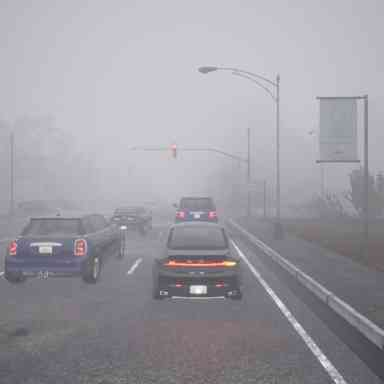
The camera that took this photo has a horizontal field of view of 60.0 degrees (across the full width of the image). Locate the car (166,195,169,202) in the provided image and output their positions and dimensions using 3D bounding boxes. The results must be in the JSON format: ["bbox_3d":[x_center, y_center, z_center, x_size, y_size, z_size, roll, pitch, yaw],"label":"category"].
[{"bbox_3d":[-6.835,1.478,75.698,1.882,1.535,5.008,0,0,0],"label":"car"}]

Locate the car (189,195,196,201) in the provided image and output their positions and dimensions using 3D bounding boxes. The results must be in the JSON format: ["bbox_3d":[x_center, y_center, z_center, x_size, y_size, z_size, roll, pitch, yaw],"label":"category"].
[{"bbox_3d":[0.187,1.471,85.950,1.882,1.535,5.008,0,0,0],"label":"car"}]

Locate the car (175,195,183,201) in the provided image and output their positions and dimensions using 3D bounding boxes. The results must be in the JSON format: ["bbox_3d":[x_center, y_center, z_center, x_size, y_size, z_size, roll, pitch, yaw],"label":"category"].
[{"bbox_3d":[-3.312,1.471,85.958,1.882,1.535,5.008,0,0,0],"label":"car"}]

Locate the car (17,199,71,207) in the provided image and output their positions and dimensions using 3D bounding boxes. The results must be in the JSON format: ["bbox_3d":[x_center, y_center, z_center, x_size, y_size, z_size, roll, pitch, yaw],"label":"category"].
[{"bbox_3d":[-14.496,1.492,31.890,4.902,1.511,2.128,0,0,22],"label":"car"}]

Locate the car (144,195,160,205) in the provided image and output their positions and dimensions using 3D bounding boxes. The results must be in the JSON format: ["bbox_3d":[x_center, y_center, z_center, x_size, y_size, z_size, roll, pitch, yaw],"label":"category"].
[{"bbox_3d":[-6.964,1.526,55.740,1.812,1.442,4.674,0,0,0],"label":"car"}]

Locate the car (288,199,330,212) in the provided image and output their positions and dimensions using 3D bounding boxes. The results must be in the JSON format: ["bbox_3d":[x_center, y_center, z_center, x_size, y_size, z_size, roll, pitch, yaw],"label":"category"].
[{"bbox_3d":[14.136,1.505,38.667,4.892,1.490,1.837,0,0,3],"label":"car"}]

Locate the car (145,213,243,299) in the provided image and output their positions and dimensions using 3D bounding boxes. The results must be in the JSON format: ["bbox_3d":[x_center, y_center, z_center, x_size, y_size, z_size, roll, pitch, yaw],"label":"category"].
[{"bbox_3d":[0.118,1.505,8.400,1.837,1.490,4.892,0,0,0],"label":"car"}]

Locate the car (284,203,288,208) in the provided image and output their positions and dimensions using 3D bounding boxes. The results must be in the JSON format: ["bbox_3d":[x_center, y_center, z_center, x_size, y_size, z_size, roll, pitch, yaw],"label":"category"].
[{"bbox_3d":[14.545,1.547,42.150,5.357,1.411,2.033,0,0,3],"label":"car"}]

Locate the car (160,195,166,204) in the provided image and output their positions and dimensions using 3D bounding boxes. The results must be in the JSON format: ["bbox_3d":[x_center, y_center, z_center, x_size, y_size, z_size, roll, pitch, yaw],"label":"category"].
[{"bbox_3d":[-6.894,1.547,65.467,2.033,1.411,5.357,0,0,1],"label":"car"}]

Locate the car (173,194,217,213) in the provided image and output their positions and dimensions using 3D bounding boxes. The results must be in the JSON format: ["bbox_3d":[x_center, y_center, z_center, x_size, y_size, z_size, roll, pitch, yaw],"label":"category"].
[{"bbox_3d":[0.163,1.221,18.248,2.150,2.045,5.566,0,0,-2],"label":"car"}]

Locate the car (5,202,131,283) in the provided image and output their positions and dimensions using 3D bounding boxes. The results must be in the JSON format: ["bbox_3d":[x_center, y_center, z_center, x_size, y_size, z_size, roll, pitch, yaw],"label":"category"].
[{"bbox_3d":[-3.379,1.352,9.815,2.097,1.767,4.553,0,0,0],"label":"car"}]

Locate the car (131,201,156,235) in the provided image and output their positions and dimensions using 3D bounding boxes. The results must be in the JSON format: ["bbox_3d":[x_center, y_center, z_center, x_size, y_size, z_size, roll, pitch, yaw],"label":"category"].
[{"bbox_3d":[-3.360,1.505,18.774,1.837,1.490,4.892,0,0,0],"label":"car"}]
